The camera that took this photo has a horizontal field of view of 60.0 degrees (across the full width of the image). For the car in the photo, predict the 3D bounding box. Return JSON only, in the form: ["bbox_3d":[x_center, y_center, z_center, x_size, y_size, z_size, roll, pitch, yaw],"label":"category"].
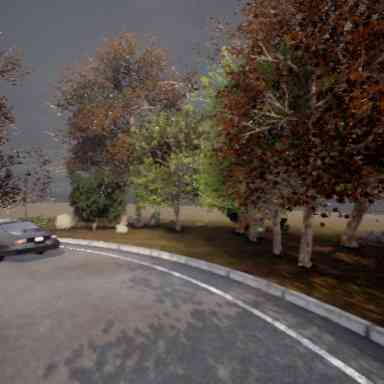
[{"bbox_3d":[-7.375,1.701,12.666,5.357,1.411,2.033,-1,0,31],"label":"car"}]
